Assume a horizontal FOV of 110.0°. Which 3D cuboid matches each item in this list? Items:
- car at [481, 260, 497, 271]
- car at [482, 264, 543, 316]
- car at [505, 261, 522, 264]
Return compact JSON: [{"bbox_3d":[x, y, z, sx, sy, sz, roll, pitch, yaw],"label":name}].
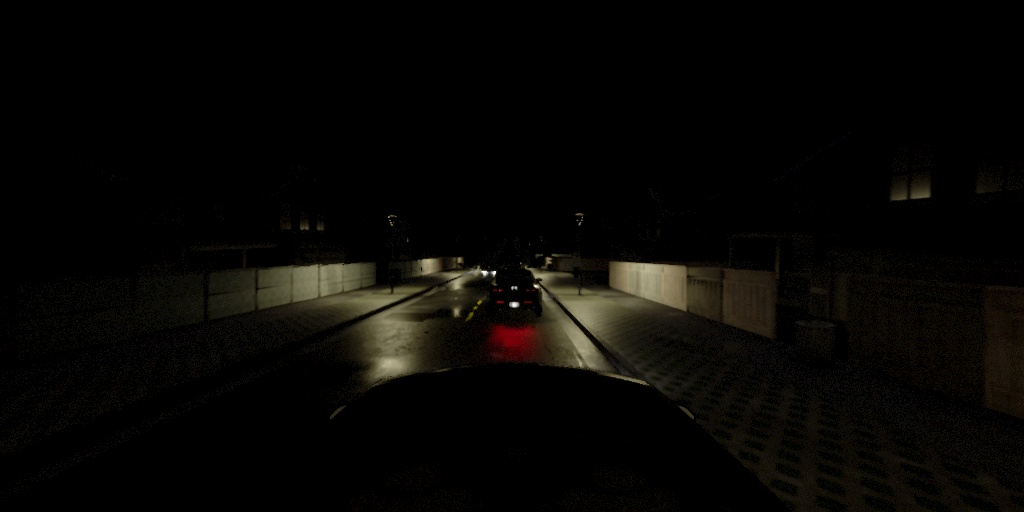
[{"bbox_3d":[-2.830,1.191,46.070,1.994,1.385,4.181,0,0,0],"label":"car"},{"bbox_3d":[0.083,1.223,13.290,1.837,1.490,4.892,0,0,0],"label":"car"},{"bbox_3d":[0.087,1.177,29.730,2.128,1.511,4.902,0,0,0],"label":"car"}]
